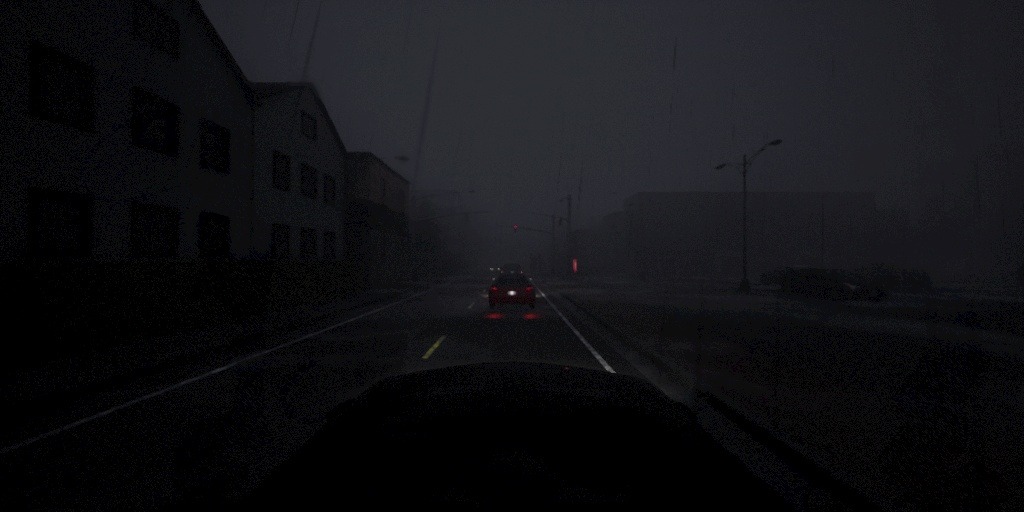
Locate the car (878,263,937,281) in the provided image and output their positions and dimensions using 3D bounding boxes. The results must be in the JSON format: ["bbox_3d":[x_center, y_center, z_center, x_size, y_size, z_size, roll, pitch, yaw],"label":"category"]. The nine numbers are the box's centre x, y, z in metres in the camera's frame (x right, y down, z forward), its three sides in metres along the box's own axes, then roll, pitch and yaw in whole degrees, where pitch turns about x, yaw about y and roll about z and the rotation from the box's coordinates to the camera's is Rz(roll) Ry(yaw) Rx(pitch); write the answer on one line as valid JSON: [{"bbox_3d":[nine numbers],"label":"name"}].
[{"bbox_3d":[47.283,1.789,42.648,5.008,1.535,1.882,0,-1,0],"label":"car"}]

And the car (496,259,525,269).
[{"bbox_3d":[0.005,1.373,30.937,2.097,1.767,4.553,0,-1,0],"label":"car"}]

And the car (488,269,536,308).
[{"bbox_3d":[0.007,1.449,16.163,1.994,1.385,4.181,0,0,0],"label":"car"}]
